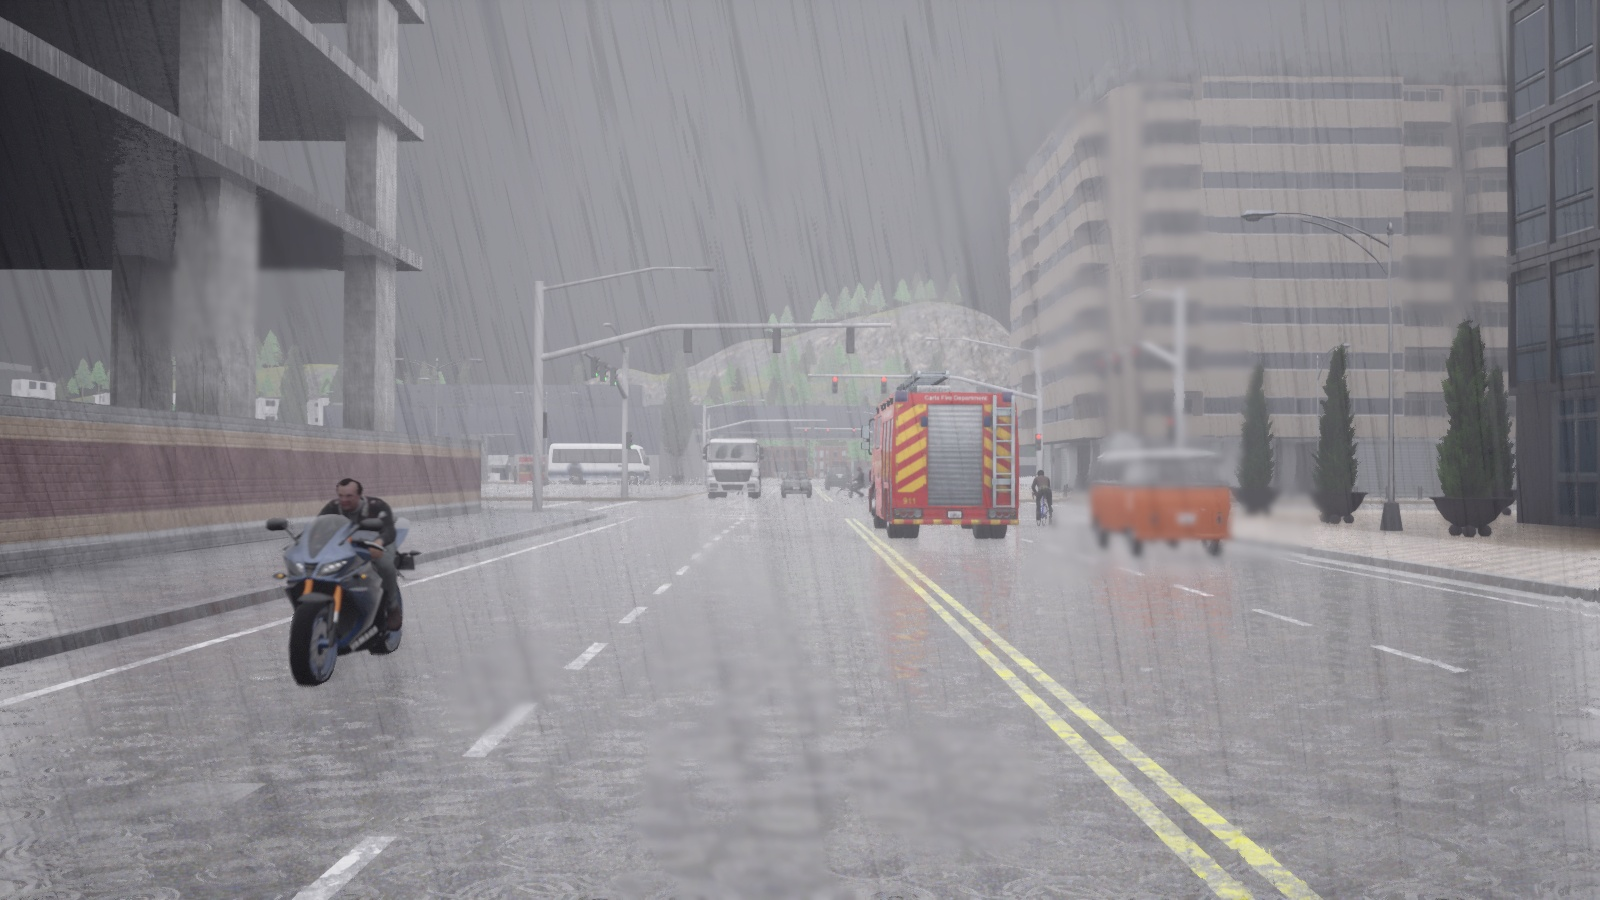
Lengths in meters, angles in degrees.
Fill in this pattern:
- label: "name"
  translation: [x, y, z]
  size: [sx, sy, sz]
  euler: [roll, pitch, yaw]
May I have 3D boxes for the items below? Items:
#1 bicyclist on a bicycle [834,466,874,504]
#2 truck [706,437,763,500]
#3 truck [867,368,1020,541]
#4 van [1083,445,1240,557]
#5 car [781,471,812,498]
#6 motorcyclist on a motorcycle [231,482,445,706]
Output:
- label: "bicyclist on a bicycle"
  translation: [2.526, 1.637, 59.086]
  size: [1.843, 1.776, 0.659]
  euler: [0, -1, -1]
- label: "truck"
  translation: [-3.691, 1.064, 72.659]
  size: [2.891, 3.462, 7.936]
  euler: [0, -1, 0]
- label: "truck"
  translation: [3.412, 0.173, 32.061]
  size: [2.891, 3.827, 8.468]
  euler: [0, -1, 0]
- label: "van"
  translation: [6.936, 0.952, 24.606]
  size: [1.775, 1.987, 4.442]
  euler: [0, -1, 0]
- label: "car"
  translation: [-0.190, 2.029, 73.717]
  size: [1.789, 1.549, 3.705]
  euler: [0, -1, 0]
- label: "motorcyclist on a motorcycle"
  translation: [-3.526, 1.029, 9.838]
  size: [0.866, 1.530, 2.191]
  euler: [0, -1, 0]
